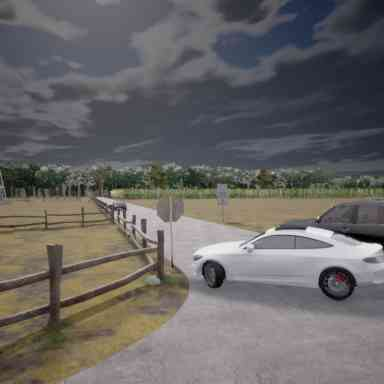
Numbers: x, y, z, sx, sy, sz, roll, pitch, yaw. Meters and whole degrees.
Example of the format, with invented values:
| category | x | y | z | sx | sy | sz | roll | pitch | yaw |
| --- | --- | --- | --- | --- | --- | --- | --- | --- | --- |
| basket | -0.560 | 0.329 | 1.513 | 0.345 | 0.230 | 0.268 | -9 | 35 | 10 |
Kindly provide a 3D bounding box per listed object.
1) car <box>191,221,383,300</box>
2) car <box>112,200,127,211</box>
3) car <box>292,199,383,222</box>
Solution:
| category | x | y | z | sx | sy | sz | roll | pitch | yaw |
| --- | --- | --- | --- | --- | --- | --- | --- | --- | --- |
| car | 2.255 | 1.612 | 8.391 | 4.674 | 1.442 | 1.812 | -2 | 0 | 24 |
| car | -10.848 | 1.976 | 49.470 | 2.033 | 1.411 | 5.357 | -2 | 0 | -18 |
| car | 5.105 | 1.227 | 9.819 | 2.150 | 2.045 | 5.566 | -2 | 0 | -40 |
